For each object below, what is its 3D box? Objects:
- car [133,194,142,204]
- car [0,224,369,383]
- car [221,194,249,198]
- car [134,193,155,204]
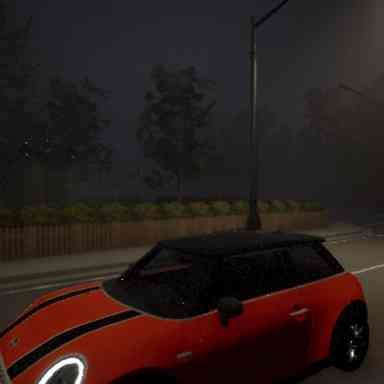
[{"bbox_3d":[-10.888,1.517,56.794,1.837,1.490,4.892,0,-1,-36],"label":"car"},{"bbox_3d":[0.132,1.353,4.066,4.553,1.767,2.097,0,0,-35],"label":"car"},{"bbox_3d":[5.627,1.230,39.885,2.150,2.045,5.566,0,0,-36],"label":"car"},{"bbox_3d":[-8.861,1.226,59.984,2.150,2.045,5.566,0,0,-36],"label":"car"}]
